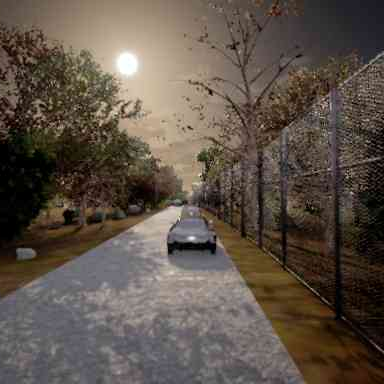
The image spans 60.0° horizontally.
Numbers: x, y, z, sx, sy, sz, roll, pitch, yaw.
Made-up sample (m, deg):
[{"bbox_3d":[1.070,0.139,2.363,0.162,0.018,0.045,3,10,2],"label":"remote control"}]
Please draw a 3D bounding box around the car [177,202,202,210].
[{"bbox_3d":[-0.061,1.821,28.998,2.033,1.411,5.357,0,-1,0],"label":"car"}]

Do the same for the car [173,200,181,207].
[{"bbox_3d":[-3.114,2.424,71.006,1.837,1.490,4.892,0,-1,-1],"label":"car"}]

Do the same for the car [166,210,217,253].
[{"bbox_3d":[-0.011,1.699,14.259,1.994,1.385,4.181,0,0,0],"label":"car"}]
